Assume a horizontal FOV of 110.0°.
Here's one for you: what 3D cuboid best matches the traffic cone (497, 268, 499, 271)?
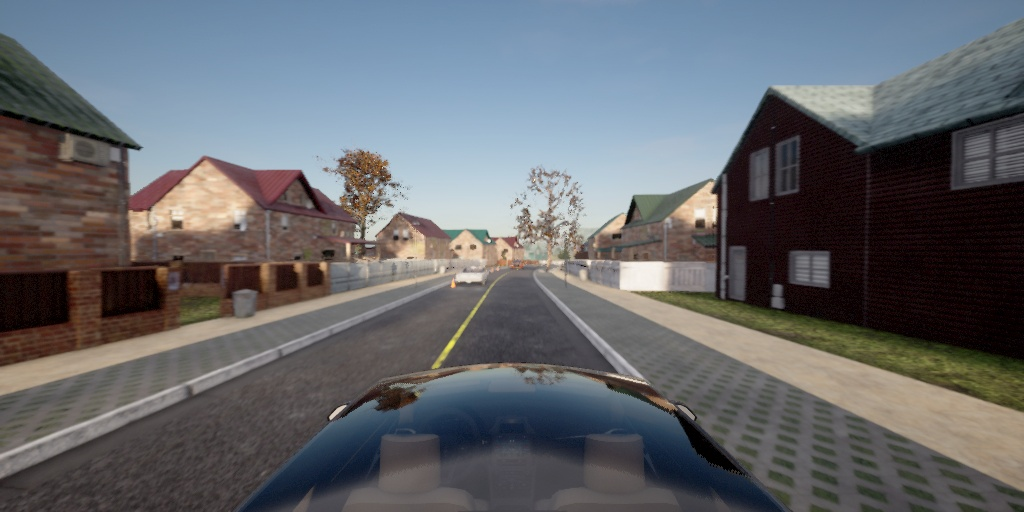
[{"bbox_3d":[-2.127,1.904,53.785,0.340,0.580,0.340,0,0,7],"label":"traffic cone"}]

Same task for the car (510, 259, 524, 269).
[{"bbox_3d":[0.904,1.381,61.643,2.097,1.767,4.553,0,0,4],"label":"car"}]

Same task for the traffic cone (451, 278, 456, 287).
[{"bbox_3d":[-3.847,1.728,23.556,0.340,0.580,0.340,0,0,0],"label":"traffic cone"}]

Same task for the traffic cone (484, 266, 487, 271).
[{"bbox_3d":[-3.086,1.831,43.732,0.340,0.580,0.340,0,0,4],"label":"traffic cone"}]

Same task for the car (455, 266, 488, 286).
[{"bbox_3d":[-2.789,1.396,25.549,1.895,1.301,4.718,0,0,1],"label":"car"}]
